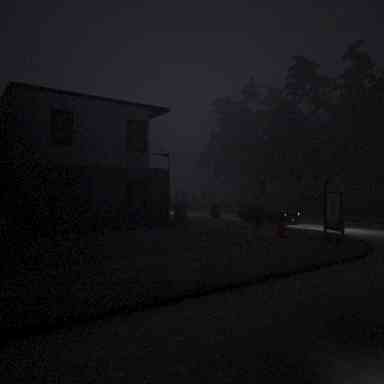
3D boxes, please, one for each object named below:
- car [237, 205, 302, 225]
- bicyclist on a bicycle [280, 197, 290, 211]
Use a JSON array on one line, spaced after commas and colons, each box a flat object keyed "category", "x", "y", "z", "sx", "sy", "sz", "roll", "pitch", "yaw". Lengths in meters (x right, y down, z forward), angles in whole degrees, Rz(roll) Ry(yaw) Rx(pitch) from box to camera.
[{"category": "car", "x": 5.517, "y": 1.601, "z": 24.196, "sx": 1.895, "sy": 1.301, "sz": 4.718, "roll": 0, "pitch": 0, "yaw": -36}, {"category": "bicyclist on a bicycle", "x": 9.320, "y": 1.349, "z": 33.312, "sx": 1.656, "sy": 1.620, "sz": 0.582, "roll": 0, "pitch": 0, "yaw": -36}]
